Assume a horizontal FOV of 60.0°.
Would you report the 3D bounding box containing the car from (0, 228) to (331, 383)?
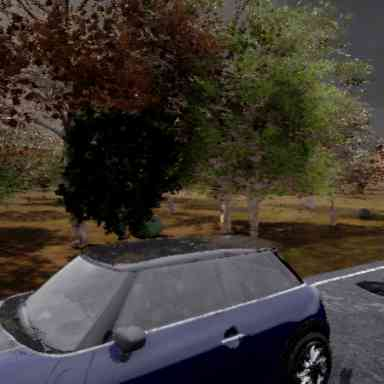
[{"bbox_3d":[-0.645,1.347,3.433,4.553,1.767,2.097,0,0,-35],"label":"car"}]
